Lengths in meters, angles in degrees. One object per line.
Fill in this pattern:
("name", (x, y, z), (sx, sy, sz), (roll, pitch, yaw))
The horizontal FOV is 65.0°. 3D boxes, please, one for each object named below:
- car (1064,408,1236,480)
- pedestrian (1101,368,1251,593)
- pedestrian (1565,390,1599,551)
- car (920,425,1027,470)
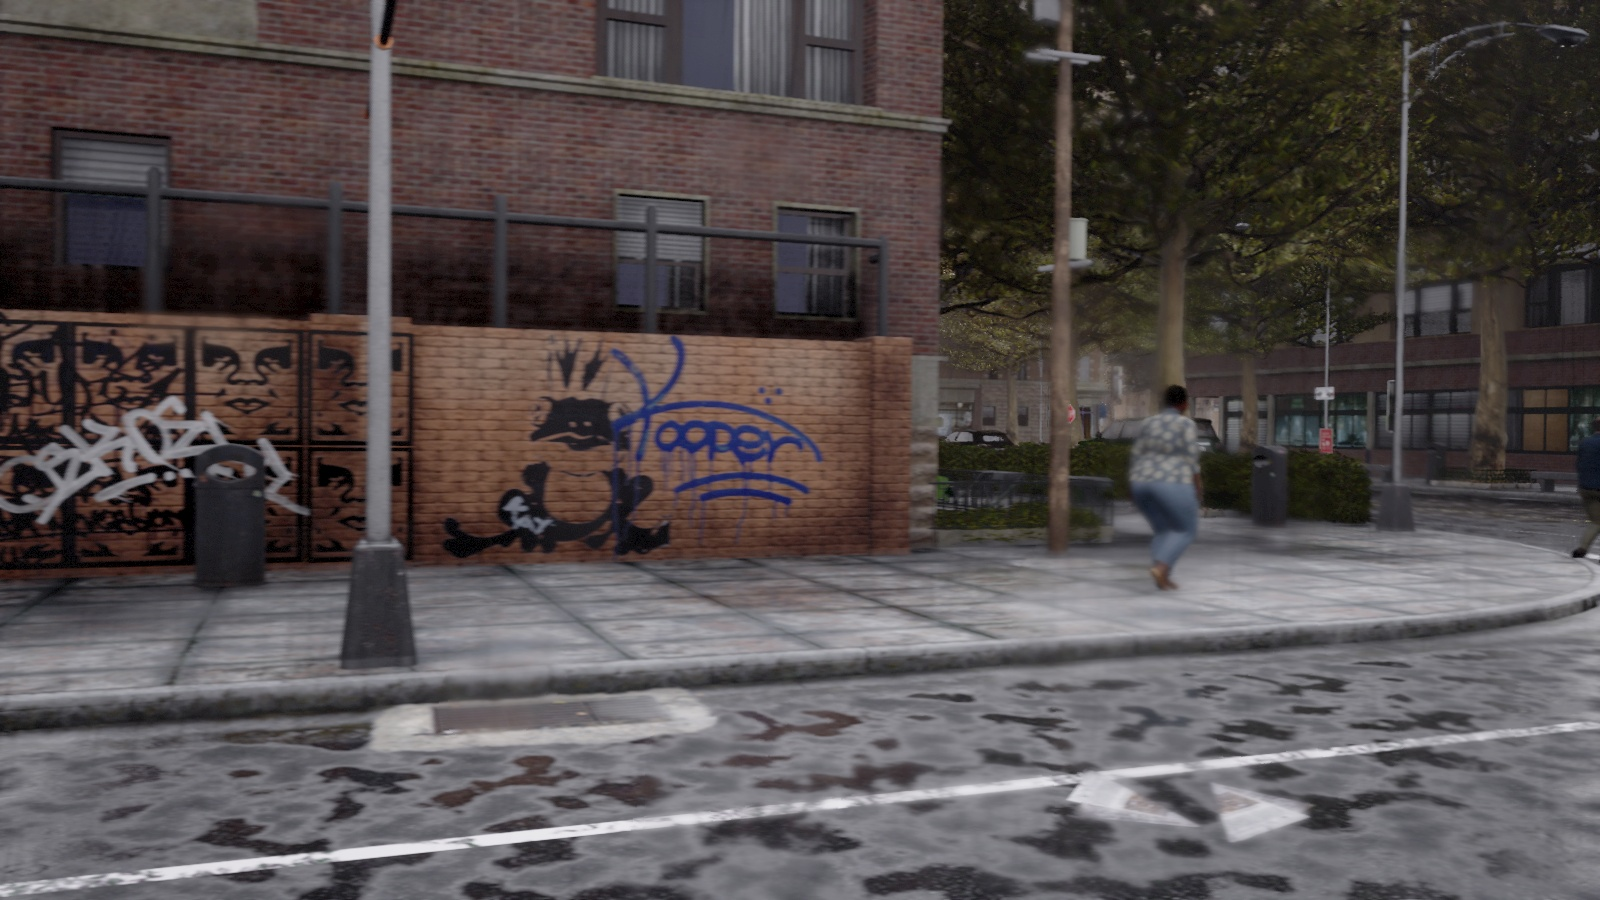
("car", (10.600, -0.219, 38.566), (2.150, 2.045, 5.566), (-1, 1, -21))
("pedestrian", (3.283, 0.242, 10.981), (0.900, 1.855, 0.874), (-1, 1, -33))
("pedestrian", (9.382, 0.224, 14.655), (0.726, 1.842, 0.402), (-1, 1, -17))
("car", (6.655, -0.129, 48.711), (2.033, 1.649, 4.856), (-1, 1, -21))
